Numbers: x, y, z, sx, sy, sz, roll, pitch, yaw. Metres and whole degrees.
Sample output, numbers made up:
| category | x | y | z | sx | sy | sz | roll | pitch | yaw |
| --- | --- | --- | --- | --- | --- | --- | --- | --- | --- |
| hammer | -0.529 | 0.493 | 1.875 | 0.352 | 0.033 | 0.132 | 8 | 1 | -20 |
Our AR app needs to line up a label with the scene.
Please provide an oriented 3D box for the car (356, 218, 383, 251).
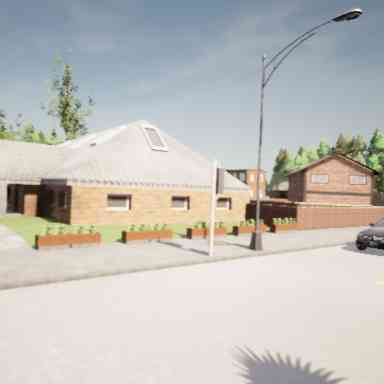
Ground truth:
| category | x | y | z | sx | sy | sz | roll | pitch | yaw |
| --- | --- | --- | --- | --- | --- | --- | --- | --- | --- |
| car | 9.027 | 1.853 | 14.579 | 4.674 | 1.442 | 1.812 | 2 | 0 | -38 |
